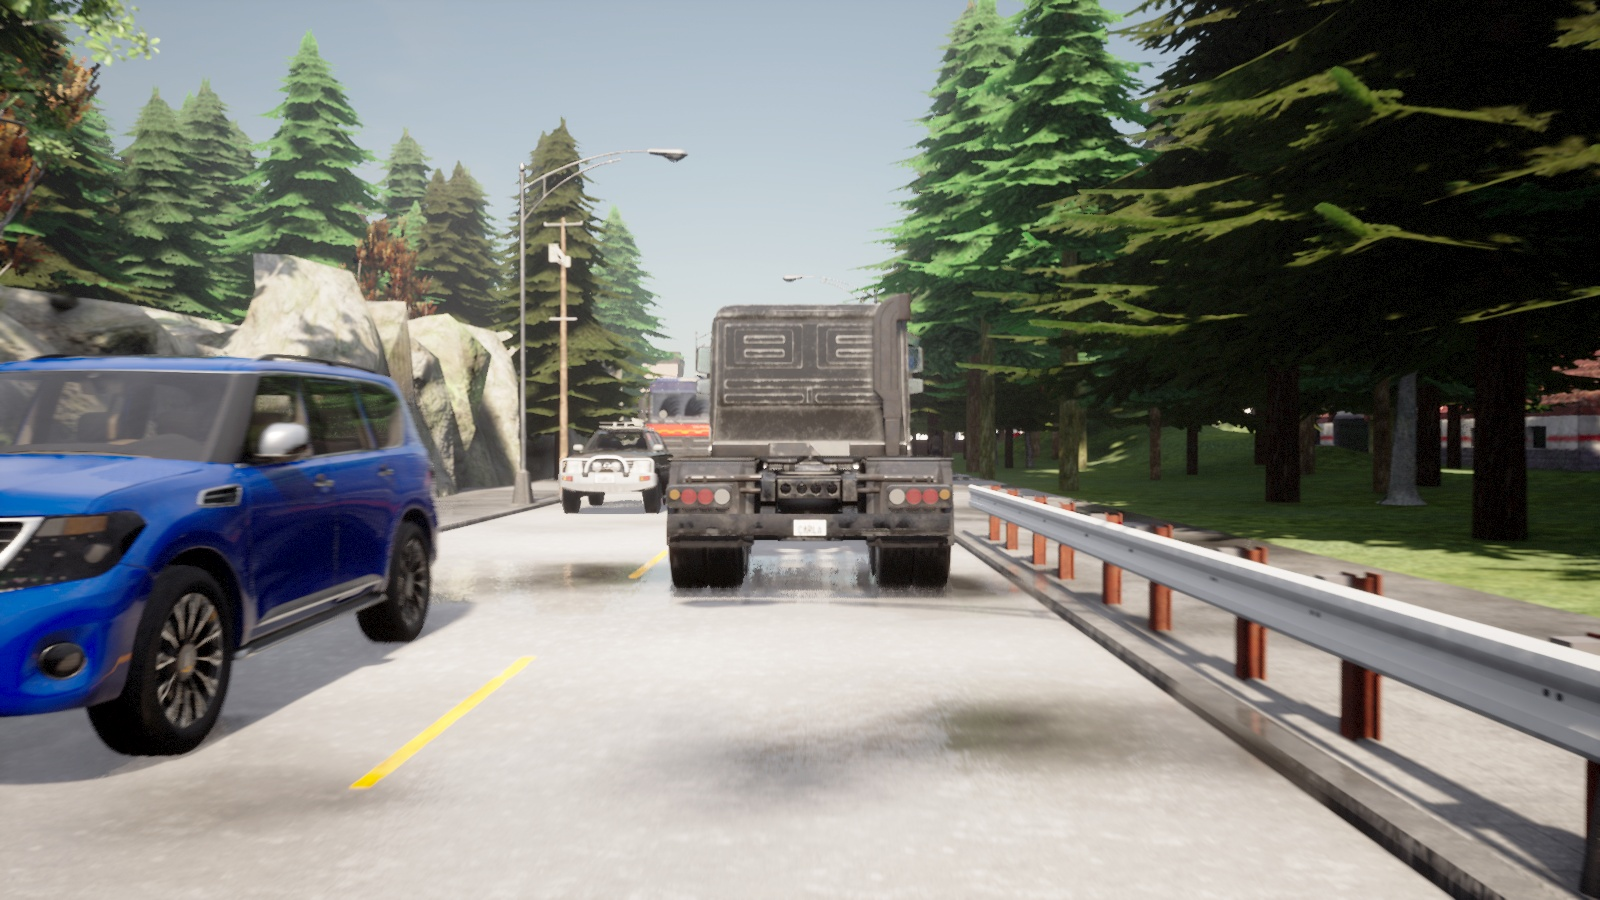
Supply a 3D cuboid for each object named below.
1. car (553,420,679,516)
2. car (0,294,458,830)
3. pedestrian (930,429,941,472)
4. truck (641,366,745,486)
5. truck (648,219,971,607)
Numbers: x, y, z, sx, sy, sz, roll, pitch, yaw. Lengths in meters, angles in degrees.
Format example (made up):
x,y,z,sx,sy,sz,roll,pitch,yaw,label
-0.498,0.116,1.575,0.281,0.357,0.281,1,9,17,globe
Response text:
x,y,z,sx,sy,sz,roll,pitch,yaw,label
-3.773,0.337,26.543,1.932,1.855,4.605,0,0,1,car
-3.936,0.396,7.588,2.150,2.045,5.566,0,1,1,car
5.732,0.011,53.268,0.328,1.805,0.869,0,0,-2,pedestrian
-3.596,-0.797,44.329,2.891,3.827,8.468,0,1,1,truck
0.116,-0.364,15.208,2.891,3.462,7.936,0,0,0,truck
